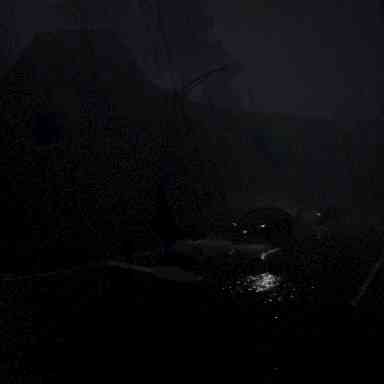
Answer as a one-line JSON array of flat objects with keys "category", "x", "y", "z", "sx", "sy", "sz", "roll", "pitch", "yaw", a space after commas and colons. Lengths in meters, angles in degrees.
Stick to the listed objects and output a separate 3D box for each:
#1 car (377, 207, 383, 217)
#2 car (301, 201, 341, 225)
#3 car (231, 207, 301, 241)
[{"category": "car", "x": 18.408, "y": 1.593, "z": 28.156, "sx": 4.718, "sy": 1.301, "sz": 1.895, "roll": 0, "pitch": 0, "yaw": 7}, {"category": "car", "x": 9.264, "y": 1.467, "z": 24.155, "sx": 1.837, "sy": 1.490, "sz": 4.892, "roll": 0, "pitch": 0, "yaw": 43}, {"category": "car", "x": 3.678, "y": 1.487, "z": 16.681, "sx": 1.812, "sy": 1.442, "sz": 4.674, "roll": 0, "pitch": 0, "yaw": 35}]
